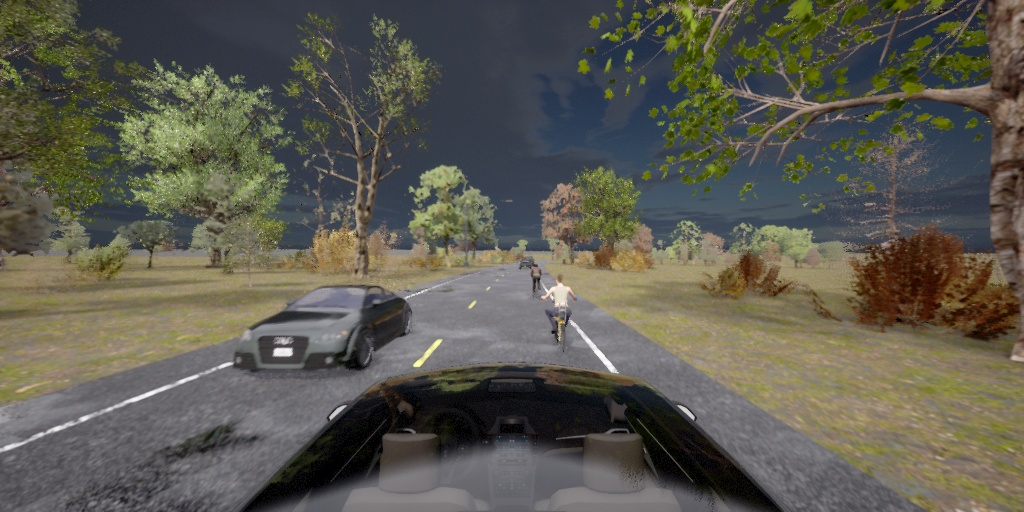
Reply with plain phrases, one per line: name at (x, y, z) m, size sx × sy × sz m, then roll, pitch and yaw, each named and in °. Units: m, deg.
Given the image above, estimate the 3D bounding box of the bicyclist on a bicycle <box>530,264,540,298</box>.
bicyclist on a bicycle at (1.153, 1.202, 17.030) m, size 0.582 × 1.620 × 1.656 m, roll 0°, pitch 0°, yaw 1°

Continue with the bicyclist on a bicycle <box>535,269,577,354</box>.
bicyclist on a bicycle at (1.033, 1.185, 7.815) m, size 0.866 × 1.612 × 1.509 m, roll 0°, pitch 0°, yaw 0°

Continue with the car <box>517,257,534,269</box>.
car at (2.221, 1.345, 57.867) m, size 1.837 × 1.490 × 4.892 m, roll 0°, pitch 0°, yaw 4°

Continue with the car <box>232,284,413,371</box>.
car at (-3.549, 1.312, 7.578) m, size 1.994 × 1.385 × 4.181 m, roll 0°, pitch 0°, yaw 1°
